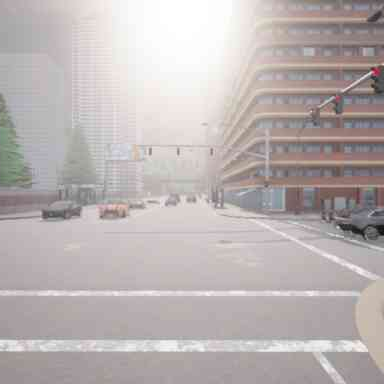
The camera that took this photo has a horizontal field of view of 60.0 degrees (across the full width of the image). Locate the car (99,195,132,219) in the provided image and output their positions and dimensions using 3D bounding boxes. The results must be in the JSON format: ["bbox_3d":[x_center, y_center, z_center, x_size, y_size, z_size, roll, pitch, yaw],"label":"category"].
[{"bbox_3d":[-6.783,1.349,29.255,2.097,1.767,4.553,0,0,-5],"label":"car"}]

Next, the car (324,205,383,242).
[{"bbox_3d":[9.139,1.434,15.504,4.902,1.511,2.128,0,0,-4],"label":"car"}]

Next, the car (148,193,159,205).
[{"bbox_3d":[-7.145,1.473,61.103,1.882,1.535,5.008,0,0,0],"label":"car"}]

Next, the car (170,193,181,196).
[{"bbox_3d":[-3.588,1.216,68.938,2.150,2.045,5.566,0,0,0],"label":"car"}]

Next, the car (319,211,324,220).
[{"bbox_3d":[11.393,1.544,23.237,4.718,1.301,1.895,0,0,-13],"label":"car"}]

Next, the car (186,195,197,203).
[{"bbox_3d":[-0.089,1.345,69.723,2.097,1.767,4.553,0,0,0],"label":"car"}]

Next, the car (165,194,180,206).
[{"bbox_3d":[-3.472,1.543,55.565,2.033,1.411,5.357,0,0,0],"label":"car"}]

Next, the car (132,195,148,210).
[{"bbox_3d":[-7.144,1.522,42.742,1.812,1.442,4.674,0,0,0],"label":"car"}]

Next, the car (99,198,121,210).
[{"bbox_3d":[-10.654,1.522,43.638,1.812,1.442,4.674,0,0,0],"label":"car"}]

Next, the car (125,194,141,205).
[{"bbox_3d":[-10.641,1.347,60.681,2.097,1.767,4.553,0,0,0],"label":"car"}]

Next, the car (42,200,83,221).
[{"bbox_3d":[-10.637,1.470,27.577,1.882,1.535,5.008,0,-1,0],"label":"car"}]
